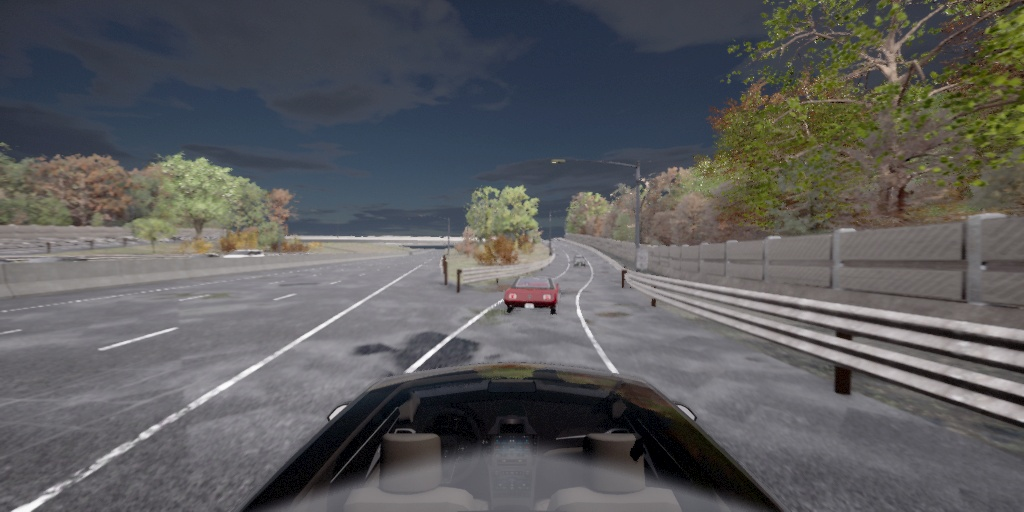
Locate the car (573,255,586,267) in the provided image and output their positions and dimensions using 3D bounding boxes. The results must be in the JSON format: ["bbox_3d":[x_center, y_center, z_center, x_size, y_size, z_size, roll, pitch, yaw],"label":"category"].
[{"bbox_3d":[10.813,1.045,57.372,1.895,1.301,4.718,1,3,10],"label":"car"}]

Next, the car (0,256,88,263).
[{"bbox_3d":[-26.823,0.796,20.868,1.882,1.535,5.008,0,1,-11],"label":"car"}]

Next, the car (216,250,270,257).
[{"bbox_3d":[-30.606,0.290,41.074,2.150,2.045,5.566,0,0,-10],"label":"car"}]

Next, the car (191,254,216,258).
[{"bbox_3d":[-33.839,0.572,39.299,1.837,1.490,4.892,0,0,-10],"label":"car"}]

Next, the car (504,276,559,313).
[{"bbox_3d":[0.968,1.481,14.737,1.895,1.301,4.718,1,0,9],"label":"car"}]
